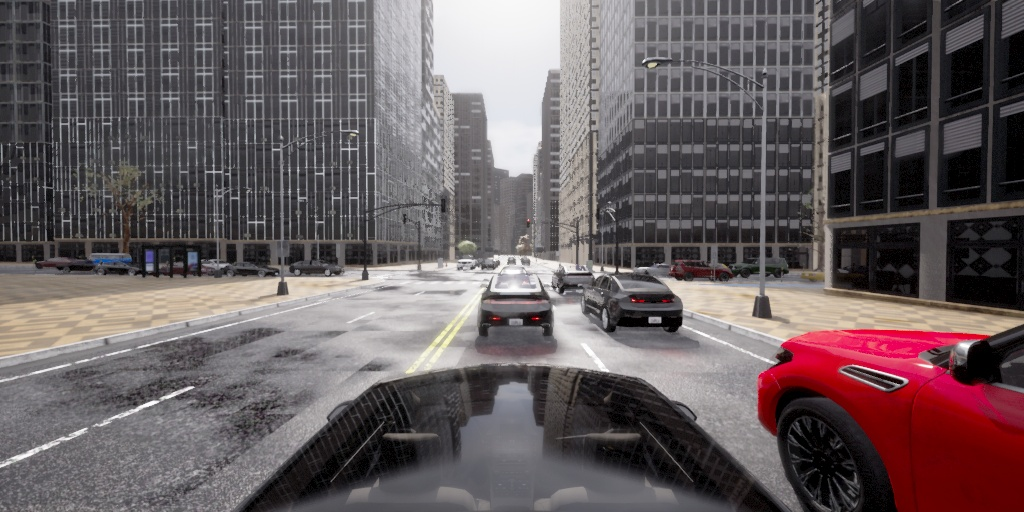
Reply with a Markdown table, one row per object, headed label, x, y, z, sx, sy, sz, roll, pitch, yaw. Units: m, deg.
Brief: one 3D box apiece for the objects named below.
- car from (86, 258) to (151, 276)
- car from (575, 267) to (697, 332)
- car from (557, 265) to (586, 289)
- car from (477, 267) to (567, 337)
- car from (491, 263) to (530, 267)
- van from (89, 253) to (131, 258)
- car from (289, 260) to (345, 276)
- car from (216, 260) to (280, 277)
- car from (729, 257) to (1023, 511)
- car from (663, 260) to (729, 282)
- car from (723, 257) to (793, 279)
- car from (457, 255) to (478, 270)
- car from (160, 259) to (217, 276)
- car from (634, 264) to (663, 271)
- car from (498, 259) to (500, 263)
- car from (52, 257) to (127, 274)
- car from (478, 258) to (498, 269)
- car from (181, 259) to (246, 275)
| label | x | y | z | sx | sy | sz | roll | pitch | yaw |
| --- | --- | --- | --- | --- | --- | --- | --- | --- | --- |
| car | -34.125 | 1.069 | 31.690 | 4.313 | 1.339 | 1.948 | 0 | 0 | 1 |
| car | 3.340 | 1.251 | 10.798 | 1.837 | 1.490 | 4.892 | 0 | 0 | 0 |
| car | 3.333 | 1.232 | 20.046 | 2.128 | 1.511 | 4.902 | 0 | 0 | 0 |
| car | 0.091 | 1.238 | 10.303 | 2.128 | 1.511 | 4.902 | 0 | 0 | 0 |
| car | 0.083 | 1.288 | 20.038 | 2.033 | 1.411 | 5.357 | 0 | 0 | 0 |
| van | -45.325 | 0.604 | 40.339 | 3.998 | 1.789 | 1.690 | 0 | 0 | 1 |
| car | -18.439 | 1.108 | 34.000 | 4.892 | 1.490 | 1.837 | 1 | 1 | 2 |
| car | -22.760 | 1.173 | 31.394 | 4.313 | 1.339 | 1.948 | 0 | 0 | 1 |
| car | 3.348 | 0.972 | 0.934 | 2.150 | 2.045 | 5.566 | 0 | 0 | 0 |
| car | 16.165 | 1.269 | 30.904 | 5.009 | 1.841 | 2.192 | 0 | 0 | 1 |
| car | 24.970 | 1.159 | 36.533 | 5.566 | 2.045 | 2.150 | 1 | 1 | 1 |
| car | -6.638 | 0.935 | 52.526 | 2.150 | 2.045 | 5.566 | 0 | 0 | 0 |
| car | -28.445 | 1.138 | 31.522 | 4.207 | 1.307 | 1.802 | 0 | 0 | 1 |
| car | 14.863 | 1.450 | 36.686 | 4.718 | 1.301 | 1.895 | 1 | 1 | 0 |
| car | -3.390 | 1.267 | 61.663 | 1.994 | 1.385 | 4.181 | 0 | 0 | 0 |
| car | -40.399 | 1.004 | 34.454 | 4.718 | 1.301 | 1.895 | 1 | 1 | 1 |
| car | -3.388 | 1.192 | 52.077 | 1.882 | 1.535 | 5.008 | 0 | 0 | 0 |
| car | -28.393 | 1.038 | 34.210 | 4.674 | 1.442 | 1.812 | 1 | 1 | 1 |
